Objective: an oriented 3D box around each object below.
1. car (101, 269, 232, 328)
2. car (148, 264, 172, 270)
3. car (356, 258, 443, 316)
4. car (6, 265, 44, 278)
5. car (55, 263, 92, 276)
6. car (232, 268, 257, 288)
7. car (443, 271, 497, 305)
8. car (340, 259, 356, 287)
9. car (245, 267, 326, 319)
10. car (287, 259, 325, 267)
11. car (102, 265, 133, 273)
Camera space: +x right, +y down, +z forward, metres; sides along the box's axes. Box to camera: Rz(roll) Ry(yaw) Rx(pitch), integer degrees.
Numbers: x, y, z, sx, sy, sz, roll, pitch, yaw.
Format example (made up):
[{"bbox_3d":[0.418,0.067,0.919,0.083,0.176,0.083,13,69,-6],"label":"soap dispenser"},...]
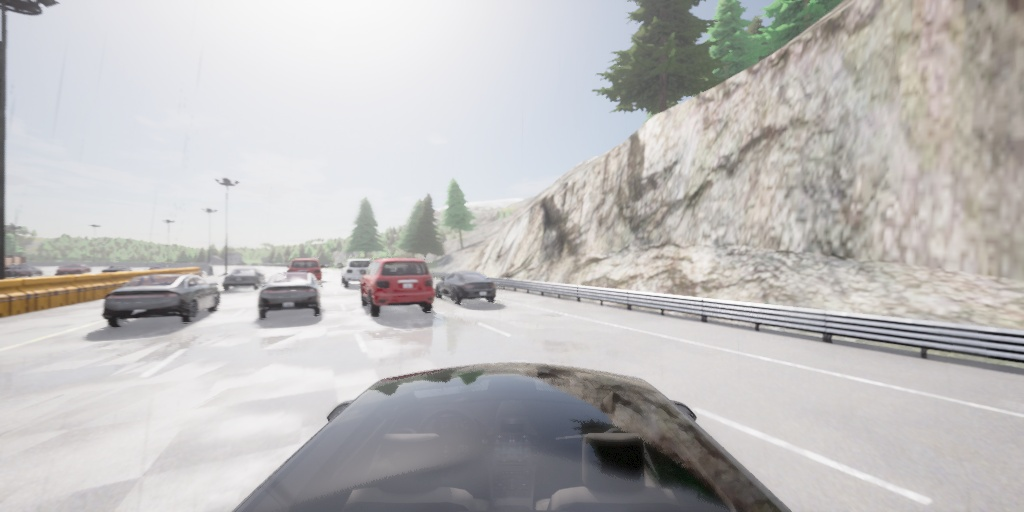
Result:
[{"bbox_3d":[-11.364,1.342,11.980,2.128,1.511,4.902,0,-1,-28],"label":"car"},{"bbox_3d":[-44.483,1.741,45.431,1.994,1.385,4.181,1,-1,-38],"label":"car"},{"bbox_3d":[-4.760,1.109,14.458,2.150,2.045,5.566,0,0,-28],"label":"car"},{"bbox_3d":[-52.073,1.654,38.143,1.994,1.385,4.181,1,-1,-38],"label":"car"},{"bbox_3d":[-49.657,1.598,40.705,1.882,1.535,5.008,1,-1,-38],"label":"car"},{"bbox_3d":[-18.012,1.524,24.300,2.033,1.411,5.357,0,-1,-28],"label":"car"},{"bbox_3d":[-2.298,1.443,17.300,1.812,1.442,4.674,0,0,-28],"label":"car"},{"bbox_3d":[-11.878,1.245,27.676,2.150,2.045,5.566,0,0,-28],"label":"car"},{"bbox_3d":[-8.280,1.364,13.634,2.128,1.511,4.902,0,-1,-28],"label":"car"},{"bbox_3d":[-14.968,1.224,26.034,2.150,2.045,5.566,0,0,-28],"label":"car"},{"bbox_3d":[-46.348,1.741,42.175,1.895,1.301,4.718,1,-1,-38],"label":"car"}]
